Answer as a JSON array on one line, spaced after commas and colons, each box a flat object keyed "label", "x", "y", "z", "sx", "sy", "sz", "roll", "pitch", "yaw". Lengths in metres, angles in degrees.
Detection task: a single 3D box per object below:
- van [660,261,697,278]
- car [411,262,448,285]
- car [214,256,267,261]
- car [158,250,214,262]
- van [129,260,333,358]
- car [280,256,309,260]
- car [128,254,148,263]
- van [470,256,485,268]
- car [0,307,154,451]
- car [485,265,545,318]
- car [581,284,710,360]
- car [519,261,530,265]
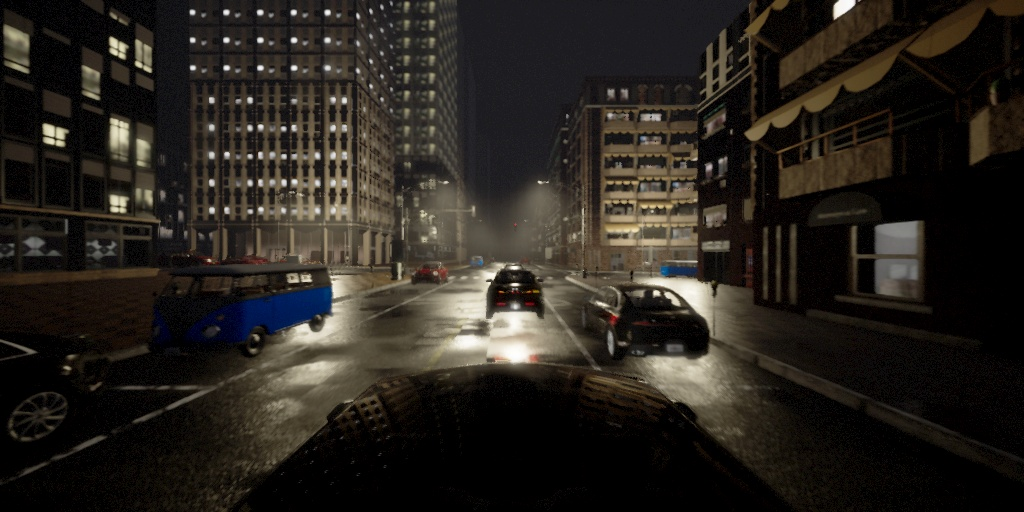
[{"label": "van", "x": 16.922, "y": 1.365, "z": 35.761, "sx": 3.998, "sy": 1.789, "sz": 1.690, "roll": 0, "pitch": 0, "yaw": 0}, {"label": "car", "x": -5.684, "y": 1.128, "z": 25.050, "sx": 1.967, "sy": 1.591, "sz": 4.097, "roll": 0, "pitch": 0, "yaw": 0}, {"label": "car", "x": -26.711, "y": 0.764, "z": 35.809, "sx": 4.207, "sy": 1.307, "sz": 1.802, "roll": 0, "pitch": 0, "yaw": 0}, {"label": "car", "x": -32.286, "y": 0.389, "z": 35.798, "sx": 5.009, "sy": 1.841, "sz": 2.192, "roll": 0, "pitch": 0, "yaw": 0}, {"label": "van", "x": -5.688, "y": 1.073, "z": 8.104, "sx": 1.690, "sy": 1.789, "sz": 3.998, "roll": 0, "pitch": 0, "yaw": 0}, {"label": "car", "x": -21.137, "y": 0.729, "z": 35.821, "sx": 4.097, "sy": 1.591, "sz": 1.967, "roll": 0, "pitch": 0, "yaw": 0}, {"label": "car", "x": -43.687, "y": 0.350, "z": 44.156, "sx": 4.829, "sy": 1.417, "sz": 1.751, "roll": 0, "pitch": 0, "yaw": 0}, {"label": "van", "x": -5.674, "y": 0.953, "z": 57.524, "sx": 1.690, "sy": 1.789, "sz": 3.998, "roll": 0, "pitch": 0, "yaw": 0}, {"label": "car", "x": -5.689, "y": 1.298, "z": 2.456, "sx": 2.007, "sy": 1.370, "sz": 4.403, "roll": 0, "pitch": 0, "yaw": 0}, {"label": "car", "x": 0.104, "y": 1.224, "z": 12.790, "sx": 1.837, "sy": 1.490, "sz": 4.892, "roll": 0, "pitch": 0, "yaw": 0}, {"label": "car", "x": 2.693, "y": 1.283, "z": 8.102, "sx": 2.007, "sy": 1.370, "sz": 4.403, "roll": 0, "pitch": 0, "yaw": 0}, {"label": "car", "x": 0.106, "y": 1.255, "z": 23.977, "sx": 1.994, "sy": 1.385, "sz": 4.181, "roll": 0, "pitch": 0, "yaw": 0}]
